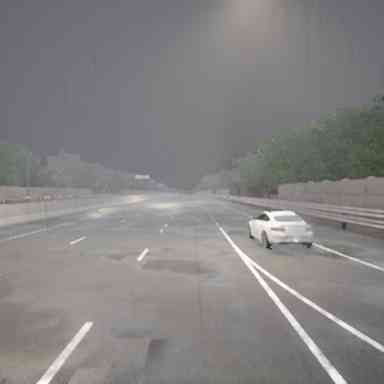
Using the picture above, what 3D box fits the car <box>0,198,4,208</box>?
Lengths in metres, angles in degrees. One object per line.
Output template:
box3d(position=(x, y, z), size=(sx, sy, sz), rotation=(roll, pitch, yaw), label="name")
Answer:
box3d(position=(-28.108, 1.529, 45.854), size=(1.994, 1.385, 4.181), rotation=(0, 0, 0), label="car")

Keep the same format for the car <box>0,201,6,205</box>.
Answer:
box3d(position=(-17.596, 1.542, 29.174), size=(1.994, 1.385, 4.181), rotation=(0, 0, 0), label="car")

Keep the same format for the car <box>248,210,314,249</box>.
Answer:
box3d(position=(3.698, 1.519, 14.402), size=(1.812, 1.442, 4.674), rotation=(0, 0, -2), label="car")

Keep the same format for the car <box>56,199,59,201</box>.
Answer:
box3d(position=(-21.076, 1.507, 55.322), size=(2.033, 1.411, 5.357), rotation=(0, 0, 0), label="car")

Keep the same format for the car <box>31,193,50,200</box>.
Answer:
box3d(position=(-28.101, 0.967, 61.901), size=(2.097, 1.767, 4.553), rotation=(0, 0, 0), label="car")

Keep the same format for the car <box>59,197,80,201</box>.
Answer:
box3d(position=(-17.609, 1.526, 49.675), size=(1.994, 1.385, 4.181), rotation=(0, 0, 0), label="car")
